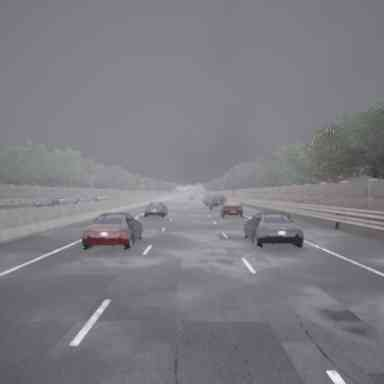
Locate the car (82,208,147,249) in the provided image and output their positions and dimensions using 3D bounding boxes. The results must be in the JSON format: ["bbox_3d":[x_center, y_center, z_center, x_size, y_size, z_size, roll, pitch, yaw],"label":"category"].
[{"bbox_3d":[-3.406,1.607,14.899,1.994,1.385,4.181,0,0,0],"label":"car"}]

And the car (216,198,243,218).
[{"bbox_3d":[3.587,1.573,31.149,1.882,1.535,5.008,0,-1,0],"label":"car"}]

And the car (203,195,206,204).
[{"bbox_3d":[3.479,1.406,56.272,2.150,2.045,5.566,0,0,0],"label":"car"}]

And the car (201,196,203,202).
[{"bbox_3d":[3.474,1.449,67.274,2.150,2.045,5.566,0,0,0],"label":"car"}]

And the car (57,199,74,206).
[{"bbox_3d":[-17.581,1.707,49.532,2.033,1.411,5.357,0,0,0],"label":"car"}]

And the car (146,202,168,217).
[{"bbox_3d":[-3.412,1.663,32.220,1.994,1.385,4.181,0,0,0],"label":"car"}]

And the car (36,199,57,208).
[{"bbox_3d":[-21.076,1.706,49.312,2.033,1.411,5.357,0,0,1],"label":"car"}]

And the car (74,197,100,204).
[{"bbox_3d":[-14.094,1.498,45.792,2.097,1.767,4.553,0,0,0],"label":"car"}]

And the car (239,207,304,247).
[{"bbox_3d":[3.594,1.608,15.290,1.994,1.385,4.181,0,0,0],"label":"car"}]

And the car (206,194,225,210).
[{"bbox_3d":[3.483,1.365,45.270,2.150,2.045,5.566,0,0,0],"label":"car"}]

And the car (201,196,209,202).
[{"bbox_3d":[3.466,1.829,89.247,1.837,1.490,4.892,0,0,0],"label":"car"}]
